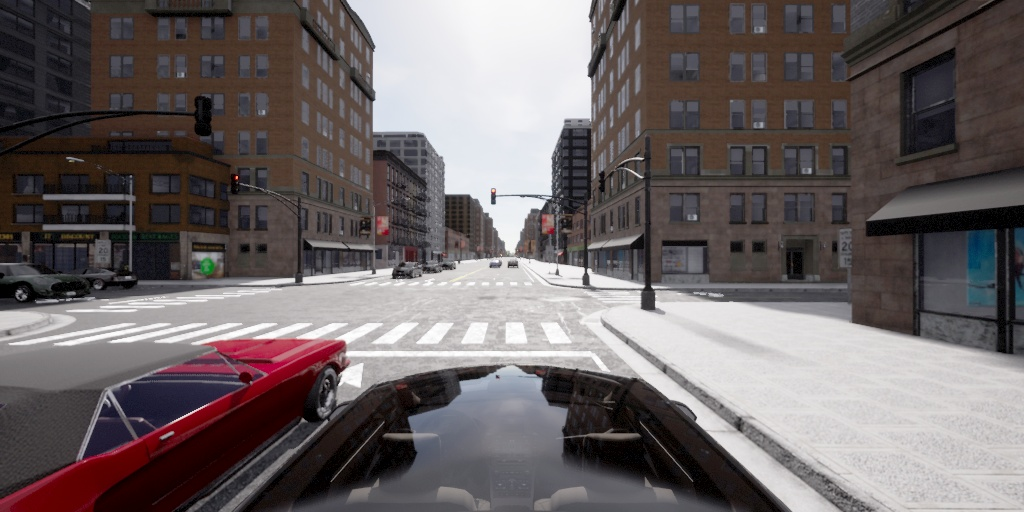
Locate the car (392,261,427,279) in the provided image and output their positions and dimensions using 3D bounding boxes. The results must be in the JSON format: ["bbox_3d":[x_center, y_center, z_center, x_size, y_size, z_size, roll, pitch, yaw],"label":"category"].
[{"bbox_3d":[-9.758,1.282,33.744,1.837,1.490,4.892,0,0,0],"label":"car"}]

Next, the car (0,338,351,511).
[{"bbox_3d":[-3.157,1.352,2.859,1.895,1.301,4.718,0,0,0],"label":"car"}]

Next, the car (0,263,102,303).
[{"bbox_3d":[-22.162,1.108,16.218,4.553,1.767,2.097,0,0,0],"label":"car"}]

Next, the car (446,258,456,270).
[{"bbox_3d":[-9.699,1.142,53.640,2.097,1.767,4.553,0,0,0],"label":"car"}]

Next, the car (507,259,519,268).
[{"bbox_3d":[0.167,1.300,62.222,1.837,1.490,4.892,0,0,0],"label":"car"}]

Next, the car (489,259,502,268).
[{"bbox_3d":[-2.981,1.343,63.255,2.033,1.411,5.357,0,0,0],"label":"car"}]

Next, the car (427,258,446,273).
[{"bbox_3d":[-9.731,1.289,43.579,1.837,1.490,4.892,0,0,1],"label":"car"}]

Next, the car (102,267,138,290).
[{"bbox_3d":[-25.321,1.347,21.726,4.313,1.339,1.948,0,0,0],"label":"car"}]
